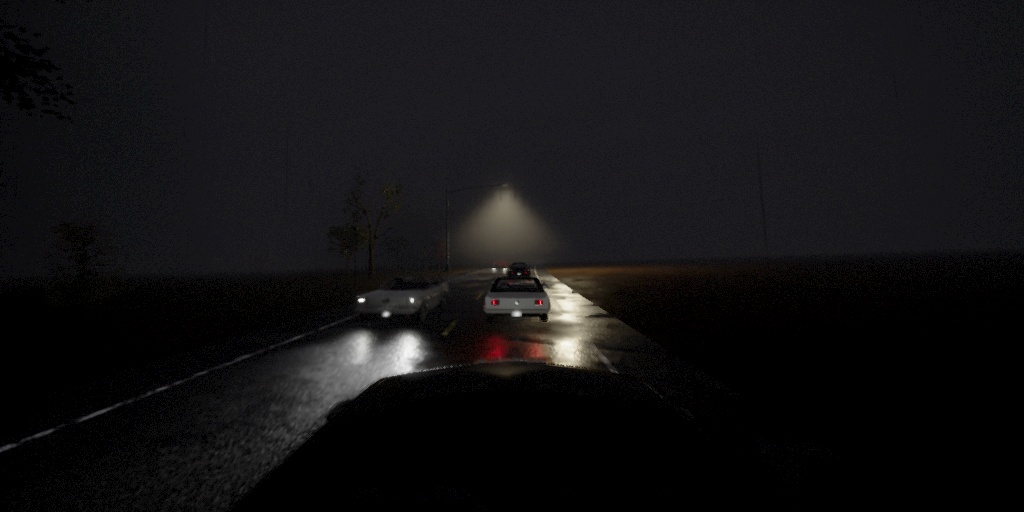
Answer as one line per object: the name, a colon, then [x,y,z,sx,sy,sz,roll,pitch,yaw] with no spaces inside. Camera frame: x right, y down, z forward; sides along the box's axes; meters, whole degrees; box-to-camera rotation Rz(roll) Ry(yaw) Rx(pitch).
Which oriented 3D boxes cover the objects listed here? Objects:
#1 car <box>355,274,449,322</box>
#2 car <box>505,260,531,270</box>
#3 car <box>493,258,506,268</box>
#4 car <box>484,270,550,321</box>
car: [-3.512,1.328,12.277,1.895,1.301,4.718,0,0,1]
car: [0.620,1.216,29.981,1.812,1.442,4.674,0,0,2]
car: [-1.757,1.108,55.667,1.882,1.535,5.008,0,0,4]
car: [0.176,1.329,12.283,1.895,1.301,4.718,0,0,1]
